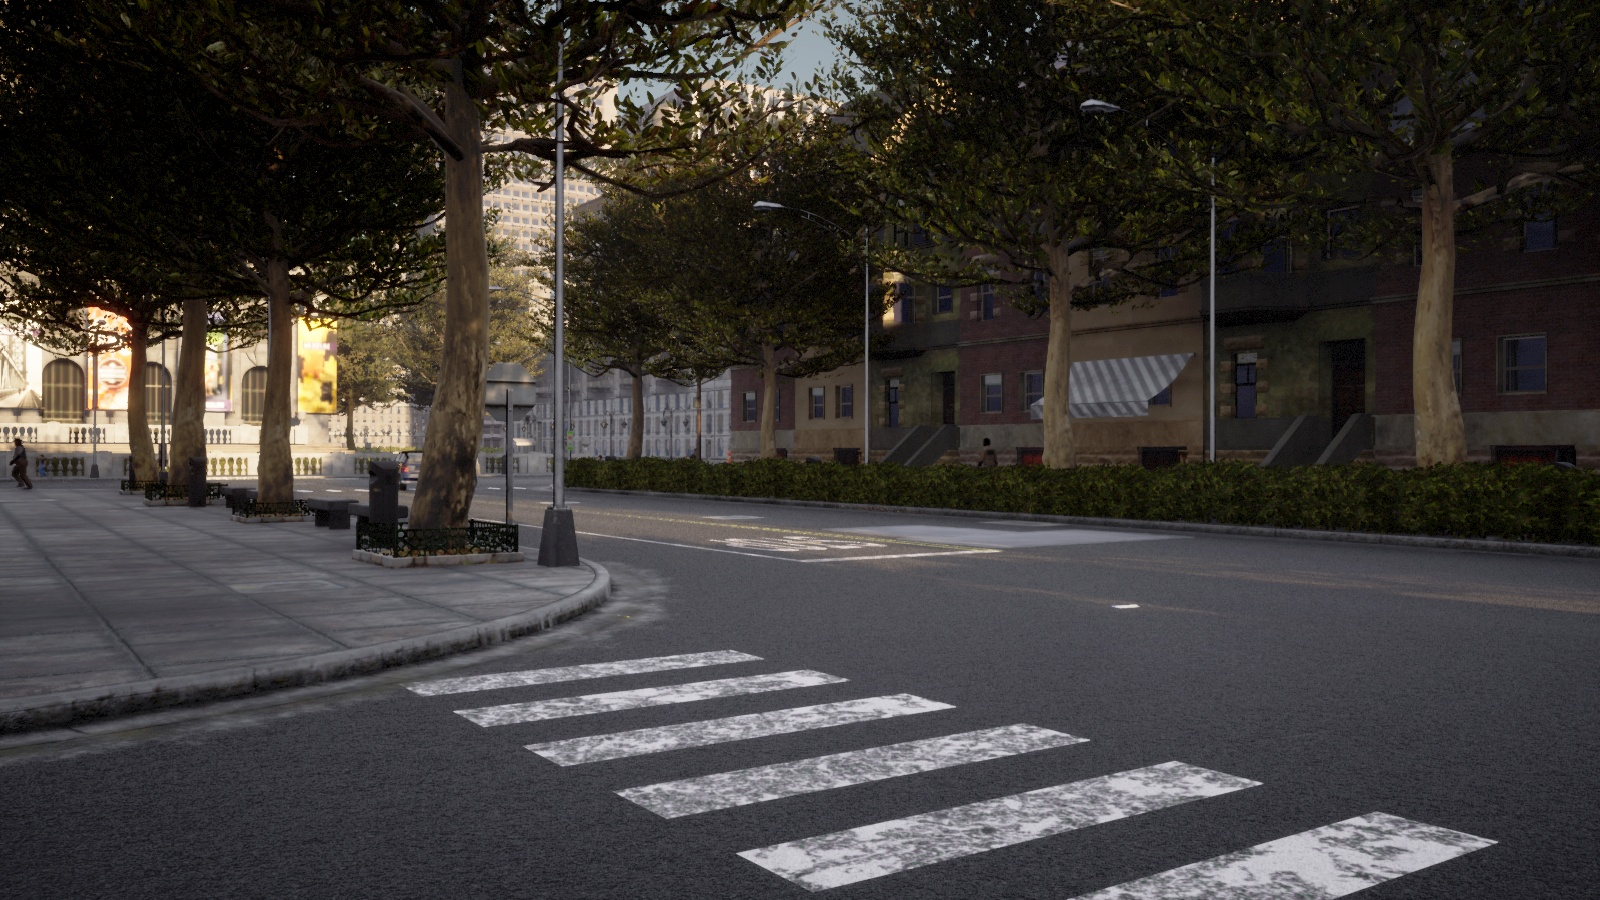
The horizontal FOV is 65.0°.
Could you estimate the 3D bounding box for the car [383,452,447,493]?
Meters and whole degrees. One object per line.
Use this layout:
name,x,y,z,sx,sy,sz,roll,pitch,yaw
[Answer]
car,-15.342,0.878,49.972,1.789,1.549,3.705,0,0,-28

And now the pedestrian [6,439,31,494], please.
pedestrian,-26.838,0.564,43.141,0.694,1.848,0.540,0,0,-28

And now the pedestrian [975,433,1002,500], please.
pedestrian,5.465,0.479,36.458,0.396,1.930,0.692,0,0,-34
